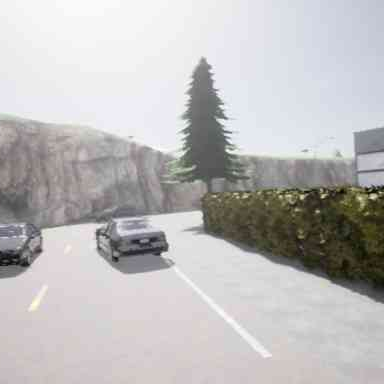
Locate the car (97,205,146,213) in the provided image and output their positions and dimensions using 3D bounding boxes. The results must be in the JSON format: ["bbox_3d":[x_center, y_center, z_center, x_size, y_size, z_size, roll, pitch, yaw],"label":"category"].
[{"bbox_3d":[-6.506,1.875,29.707,5.357,1.411,2.033,-4,0,-45],"label":"car"}]

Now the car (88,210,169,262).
[{"bbox_3d":[-2.553,1.674,12.970,2.033,1.411,5.357,-3,0,-24],"label":"car"}]

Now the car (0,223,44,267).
[{"bbox_3d":[-6.981,1.935,12.859,2.033,1.411,5.357,-3,0,-16],"label":"car"}]
